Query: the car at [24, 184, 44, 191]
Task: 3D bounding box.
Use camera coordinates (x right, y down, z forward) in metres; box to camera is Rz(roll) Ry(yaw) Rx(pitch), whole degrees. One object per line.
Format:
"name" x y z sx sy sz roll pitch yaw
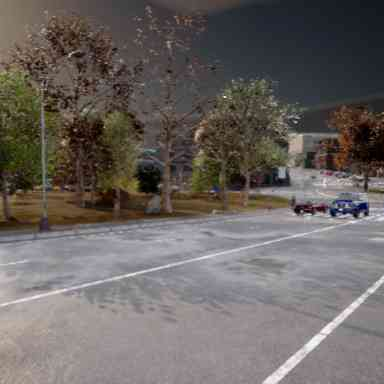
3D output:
"car" -38.751 -1.075 81.784 2.097 1.535 5.008 1 3 5

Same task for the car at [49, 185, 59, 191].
"car" -30.657 -0.824 78.060 2.097 1.535 5.008 1 3 4

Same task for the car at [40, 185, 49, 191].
"car" -33.370 -1.030 79.251 2.185 1.767 4.553 0 3 5

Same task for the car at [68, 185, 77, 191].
"car" -25.231 -0.932 75.583 2.435 2.045 5.566 0 3 4

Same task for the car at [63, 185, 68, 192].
"car" -27.956 -0.746 76.829 2.231 1.521 4.892 0 3 4

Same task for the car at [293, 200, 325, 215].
"car" 11.448 1.448 31.890 1.895 1.301 4.718 1 1 41

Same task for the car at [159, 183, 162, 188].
"car" -6.090 -0.753 67.414 2.435 2.045 5.566 -1 3 2

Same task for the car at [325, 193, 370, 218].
"car" 14.155 1.108 29.661 2.150 2.045 5.566 1 1 41

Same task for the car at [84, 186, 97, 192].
"car" -22.510 -0.597 74.396 2.163 1.488 4.792 0 3 3

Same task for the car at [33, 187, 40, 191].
"car" -36.076 -0.983 80.341 1.946 1.575 5.366 1 3 5

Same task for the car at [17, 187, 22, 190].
"car" -41.452 -1.159 83.034 2.097 1.535 5.008 0 3 5
